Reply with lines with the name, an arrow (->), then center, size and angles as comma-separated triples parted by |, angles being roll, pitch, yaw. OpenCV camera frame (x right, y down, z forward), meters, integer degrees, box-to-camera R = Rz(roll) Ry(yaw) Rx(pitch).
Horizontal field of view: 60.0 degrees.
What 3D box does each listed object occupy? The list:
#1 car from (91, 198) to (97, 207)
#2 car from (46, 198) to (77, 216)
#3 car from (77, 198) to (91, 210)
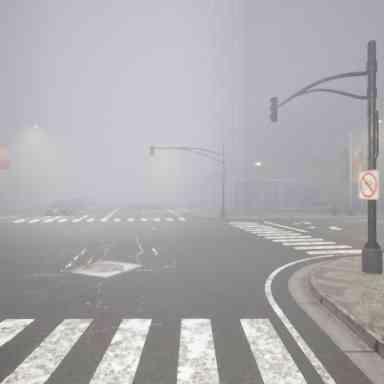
car -> -16.406, 1.599, 53.148 | 1.994, 1.385, 4.181 | 0, 0, -9
car -> -13.216, 1.542, 33.473 | 1.812, 1.442, 4.674 | 0, 0, -10
car -> -14.808, 1.503, 43.305 | 1.882, 1.535, 5.008 | 0, 0, -9
